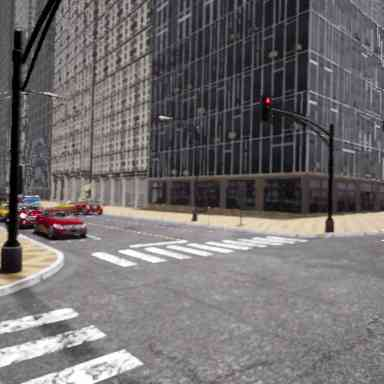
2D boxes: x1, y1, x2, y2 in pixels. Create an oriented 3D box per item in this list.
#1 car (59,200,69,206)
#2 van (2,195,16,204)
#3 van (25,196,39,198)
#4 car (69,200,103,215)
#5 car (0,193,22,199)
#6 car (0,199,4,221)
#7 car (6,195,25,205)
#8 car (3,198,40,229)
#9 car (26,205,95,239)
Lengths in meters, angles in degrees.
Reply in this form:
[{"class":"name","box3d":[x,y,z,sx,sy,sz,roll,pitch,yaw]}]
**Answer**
[{"class":"car","box3d":[-14.824,1.681,39.854,1.752,1.417,4.829,1,-1,-39]},{"class":"van","box3d":[-36.377,1.504,66.062,1.690,1.788,3.998,1,-1,-39]},{"class":"van","box3d":[-25.545,1.501,52.893,1.690,1.788,3.998,1,-1,-39]},{"class":"car","box3d":[-11.105,1.595,35.334,1.967,1.590,4.097,1,-1,-39]},{"class":"car","box3d":[-23.277,1.169,41.202,2.150,2.045,5.566,2,-1,-39]},{"class":"car","box3d":[-13.858,1.476,25.490,1.752,1.417,4.829,1,-1,-39]},{"class":"car","box3d":[-32.766,1.477,61.672,2.192,1.841,5.009,1,-1,-39]},{"class":"car","box3d":[-10.355,1.389,21.233,1.967,1.590,4.097,1,-1,-39]},{"class":"car","box3d":[-6.746,1.530,16.842,1.802,1.307,4.206,1,-1,-39]}]
